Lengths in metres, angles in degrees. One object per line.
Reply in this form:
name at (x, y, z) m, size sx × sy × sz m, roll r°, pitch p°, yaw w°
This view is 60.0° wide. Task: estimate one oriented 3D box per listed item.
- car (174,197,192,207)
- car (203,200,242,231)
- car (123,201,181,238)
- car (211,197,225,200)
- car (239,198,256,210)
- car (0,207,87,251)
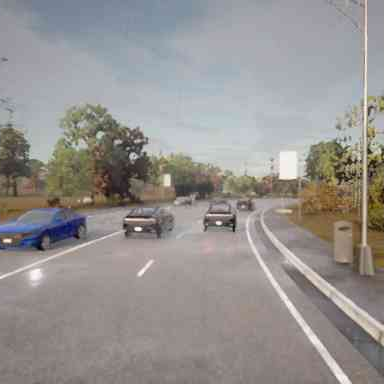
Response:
car at (-1.469, 1.449, 50.813) m, size 1.812 × 1.442 × 4.674 m, roll 0°, pitch 0°, yaw 20°
car at (1.813, 1.475, 20.481) m, size 2.128 × 1.511 × 4.902 m, roll 0°, pitch 0°, yaw 8°
car at (-2.140, 1.464, 17.443) m, size 2.128 × 1.511 × 4.902 m, roll 0°, pitch 0°, yaw 7°
car at (4.308, 1.507, 56.053) m, size 1.994 × 1.385 × 4.181 m, roll 0°, pitch 0°, yaw 23°
car at (6.806, 1.484, 41.923) m, size 1.837 × 1.490 × 4.892 m, roll 0°, pitch 0°, yaw 17°
car at (-6.234, 1.440, 14.198) m, size 1.882 × 1.535 × 5.008 m, roll 0°, pitch 0°, yaw 6°
